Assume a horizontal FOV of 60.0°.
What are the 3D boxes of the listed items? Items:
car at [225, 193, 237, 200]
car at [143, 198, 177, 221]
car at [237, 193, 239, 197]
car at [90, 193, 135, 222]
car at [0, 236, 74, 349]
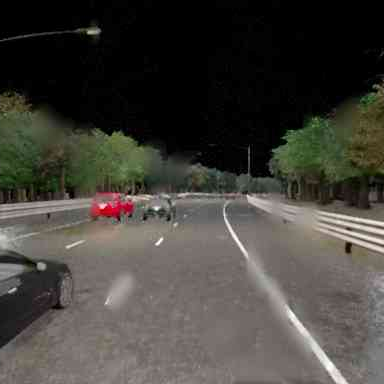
[{"bbox_3d":[8.775,1.066,76.625,1.812,1.442,4.674,0,0,11],"label":"car"},{"bbox_3d":[-2.449,1.247,26.378,2.097,1.767,4.553,0,0,4],"label":"car"},{"bbox_3d":[11.395,0.861,94.685,1.994,1.385,4.181,0,0,14],"label":"car"},{"bbox_3d":[-6.020,1.122,25.617,2.150,2.045,5.566,0,0,4],"label":"car"},{"bbox_3d":[-3.329,1.524,4.852,1.812,1.442,4.674,0,0,1],"label":"car"}]
